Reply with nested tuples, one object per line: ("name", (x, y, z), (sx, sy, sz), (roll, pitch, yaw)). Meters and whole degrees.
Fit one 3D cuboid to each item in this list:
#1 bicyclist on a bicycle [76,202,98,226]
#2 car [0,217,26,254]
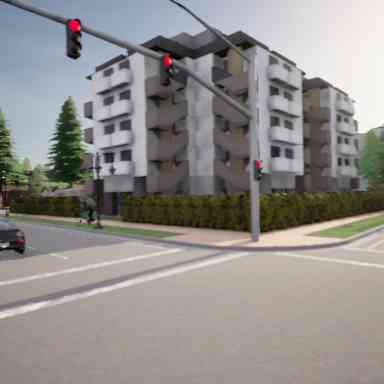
("bicyclist on a bicycle", (-7.018, 1.463, 22.257), (0.582, 1.620, 1.656), (-1, 0, 45))
("car", (-8.110, 1.702, 13.162), (4.674, 1.442, 1.812), (-1, 0, 45))
